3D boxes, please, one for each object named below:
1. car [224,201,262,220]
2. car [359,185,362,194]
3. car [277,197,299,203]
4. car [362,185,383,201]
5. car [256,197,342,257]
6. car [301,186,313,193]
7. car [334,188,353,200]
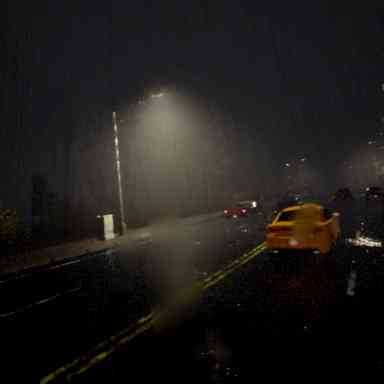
[{"bbox_3d":[4.151,1.434,26.615,1.895,1.301,4.718,-5,0,27],"label":"car"},{"bbox_3d":[29.072,-0.502,55.583,1.882,1.535,5.008,-5,0,25],"label":"car"},{"bbox_3d":[7.911,1.095,26.890,1.994,1.385,4.181,-5,0,27],"label":"car"},{"bbox_3d":[20.424,0.097,37.268,1.837,1.490,4.892,-5,0,26],"label":"car"},{"bbox_3d":[4.059,1.221,11.787,1.882,1.535,5.008,-5,0,28],"label":"car"},{"bbox_3d":[21.791,-0.366,63.123,2.097,1.767,4.553,-5,0,25],"label":"car"},{"bbox_3d":[18.621,0.238,40.858,1.882,1.535,5.008,-5,0,26],"label":"car"}]
